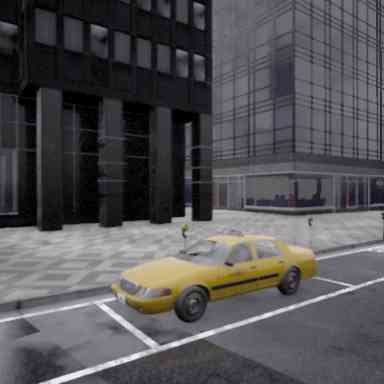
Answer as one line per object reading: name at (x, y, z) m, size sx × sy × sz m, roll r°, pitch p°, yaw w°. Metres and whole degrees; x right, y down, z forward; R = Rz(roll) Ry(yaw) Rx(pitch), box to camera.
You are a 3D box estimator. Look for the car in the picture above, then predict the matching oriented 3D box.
car at (0.739, 1.530, 7.179) m, size 4.829 × 1.417 × 1.752 m, roll 0°, pitch 0°, yaw -36°
